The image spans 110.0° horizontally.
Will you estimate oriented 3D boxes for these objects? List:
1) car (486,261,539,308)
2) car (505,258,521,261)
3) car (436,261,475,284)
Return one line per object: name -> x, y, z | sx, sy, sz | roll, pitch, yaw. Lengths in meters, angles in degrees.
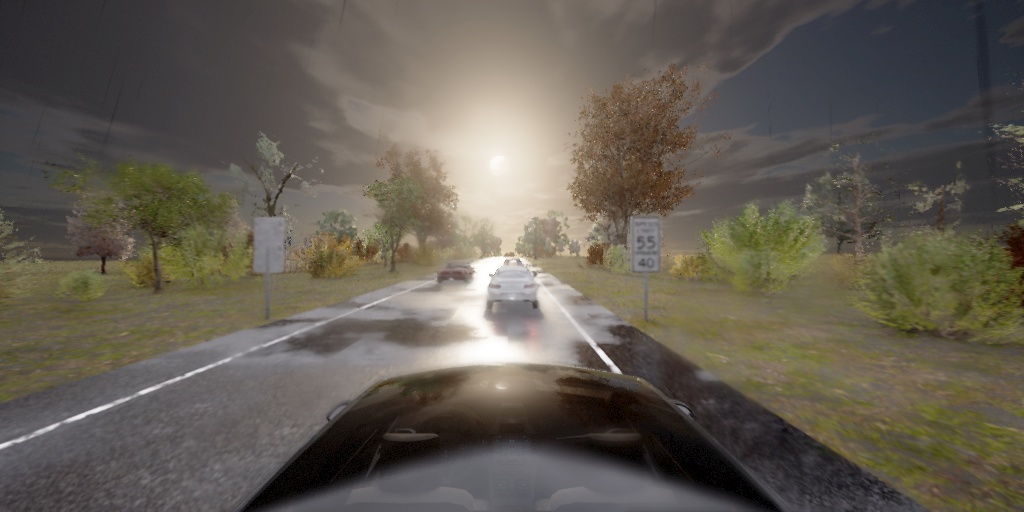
car -> 0.029, 1.083, 13.861 | 1.812, 1.442, 4.674 | 0, 1, 0
car -> 0.064, 0.873, 29.799 | 2.033, 1.411, 5.357 | 0, 1, 0
car -> -3.538, 1.020, 23.151 | 1.895, 1.301, 4.718 | 0, 1, 0
